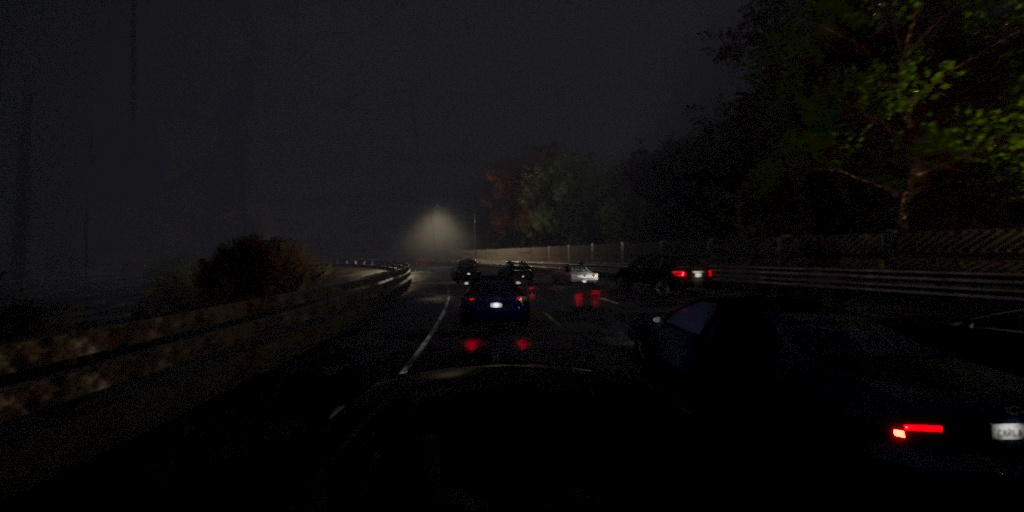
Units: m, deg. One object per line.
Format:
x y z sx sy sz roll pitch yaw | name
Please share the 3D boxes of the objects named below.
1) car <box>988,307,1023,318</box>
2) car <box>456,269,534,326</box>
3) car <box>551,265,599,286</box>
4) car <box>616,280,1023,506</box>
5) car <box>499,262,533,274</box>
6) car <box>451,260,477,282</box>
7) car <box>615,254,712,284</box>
6.889 1.214 3.970 2.128 1.511 4.902 0 0 -1 | car
-0.628 1.299 11.712 1.994 1.385 4.181 0 0 -6 | car
4.172 1.298 24.678 1.895 1.301 4.718 0 0 -10 | car
3.407 1.280 5.038 2.033 1.411 5.357 0 0 -2 | car
0.211 1.198 27.251 2.128 1.511 4.902 0 0 -13 | car
-3.675 1.282 28.323 1.994 1.385 4.181 0 0 -14 | car
7.386 0.919 18.052 2.150 2.045 5.566 0 0 -14 | car
